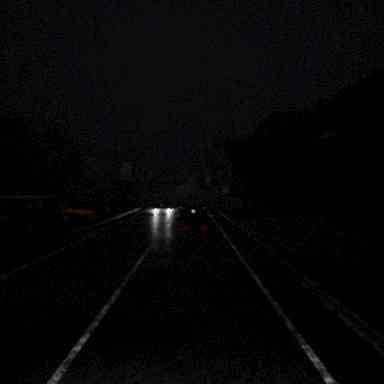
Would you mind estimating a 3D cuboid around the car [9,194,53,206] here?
[{"bbox_3d":[-22.109,1.049,45.847,5.008,1.535,2.097,0,1,0],"label":"car"}]

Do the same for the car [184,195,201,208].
[{"bbox_3d":[0.082,1.151,41.713,2.033,1.411,5.357,0,1,0],"label":"car"}]

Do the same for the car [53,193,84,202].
[{"bbox_3d":[-22.168,0.934,59.723,4.792,1.488,2.163,0,1,0],"label":"car"}]

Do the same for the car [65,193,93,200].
[{"bbox_3d":[-22.178,0.878,65.274,4.792,1.488,2.163,0,1,0],"label":"car"}]

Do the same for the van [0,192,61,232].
[{"bbox_3d":[-9.098,1.145,16.125,4.442,1.987,1.878,0,1,0],"label":"van"}]

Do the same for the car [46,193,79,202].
[{"bbox_3d":[-22.128,0.934,56.948,4.892,1.521,2.231,0,1,0],"label":"car"}]

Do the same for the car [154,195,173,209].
[{"bbox_3d":[-3.358,1.138,39.344,1.837,1.490,4.892,0,1,0],"label":"car"}]

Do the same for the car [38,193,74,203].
[{"bbox_3d":[-22.135,0.962,54.173,5.008,1.535,2.097,0,1,0],"label":"car"}]

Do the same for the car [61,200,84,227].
[{"bbox_3d":[-8.989,1.381,18.931,4.674,1.452,2.002,0,1,0],"label":"car"}]

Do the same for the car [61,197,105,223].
[{"bbox_3d":[-8.806,1.307,21.734,5.366,1.575,1.946,0,1,0],"label":"car"}]

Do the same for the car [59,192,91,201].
[{"bbox_3d":[-21.958,0.873,62.497,5.366,1.575,1.946,0,1,0],"label":"car"}]

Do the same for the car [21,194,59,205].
[{"bbox_3d":[-22.117,1.060,48.623,4.674,1.452,2.002,0,1,0],"label":"car"}]

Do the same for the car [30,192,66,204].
[{"bbox_3d":[-22.155,0.865,51.396,4.553,1.767,2.185,0,1,0],"label":"car"}]

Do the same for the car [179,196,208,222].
[{"bbox_3d":[0.089,1.296,24.603,2.163,1.488,4.792,0,1,0],"label":"car"}]

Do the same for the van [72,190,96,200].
[{"bbox_3d":[-22.036,0.595,68.045,4.442,1.987,1.878,0,1,0],"label":"van"}]

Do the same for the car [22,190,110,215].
[{"bbox_3d":[-8.968,1.028,24.534,5.566,2.045,2.435,0,1,0],"label":"car"}]

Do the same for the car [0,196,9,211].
[{"bbox_3d":[-22.065,1.199,34.746,4.792,1.488,2.163,0,1,0],"label":"car"}]

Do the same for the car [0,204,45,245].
[{"bbox_3d":[-8.970,1.401,13.324,5.008,1.535,2.097,0,1,0],"label":"car"}]
